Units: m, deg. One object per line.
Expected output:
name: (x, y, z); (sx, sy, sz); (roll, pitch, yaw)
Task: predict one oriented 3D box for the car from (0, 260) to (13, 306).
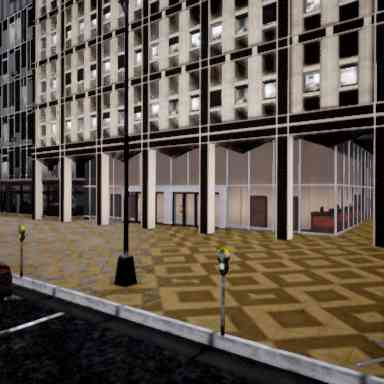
car: (-5.267, 1.549, 6.627); (4.403, 1.369, 2.008); (0, 0, 36)
